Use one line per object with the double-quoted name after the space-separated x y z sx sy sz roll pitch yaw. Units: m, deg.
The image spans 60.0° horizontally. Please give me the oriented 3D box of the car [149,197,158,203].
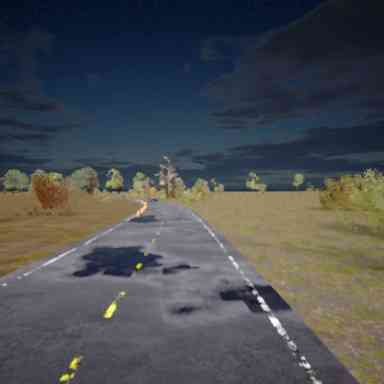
-9.027 1.789 77.506 2.033 1.411 5.357 0 0 -12 "car"
